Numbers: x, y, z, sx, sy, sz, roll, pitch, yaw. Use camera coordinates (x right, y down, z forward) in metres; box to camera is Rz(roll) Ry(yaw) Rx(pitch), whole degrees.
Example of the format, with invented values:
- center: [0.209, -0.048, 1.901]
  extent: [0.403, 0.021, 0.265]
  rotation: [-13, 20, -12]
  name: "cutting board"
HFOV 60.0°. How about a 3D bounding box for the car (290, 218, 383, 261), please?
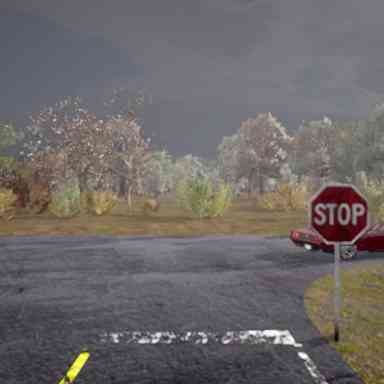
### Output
- center: [6.051, 1.555, 11.924]
  extent: [4.718, 1.301, 1.895]
  rotation: [0, 0, -18]
  name: "car"
